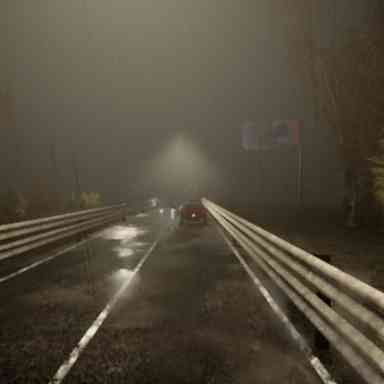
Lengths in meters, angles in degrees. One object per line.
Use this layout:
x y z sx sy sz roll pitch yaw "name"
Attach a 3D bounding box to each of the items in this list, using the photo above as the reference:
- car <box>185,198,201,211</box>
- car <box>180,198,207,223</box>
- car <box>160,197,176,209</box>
0.118 1.539 41.743 1.812 1.442 4.674 0 0 0 "car"
0.113 1.486 25.417 1.882 1.535 5.008 0 0 0 "car"
-3.257 1.522 45.466 1.837 1.490 4.892 0 -1 0 "car"
